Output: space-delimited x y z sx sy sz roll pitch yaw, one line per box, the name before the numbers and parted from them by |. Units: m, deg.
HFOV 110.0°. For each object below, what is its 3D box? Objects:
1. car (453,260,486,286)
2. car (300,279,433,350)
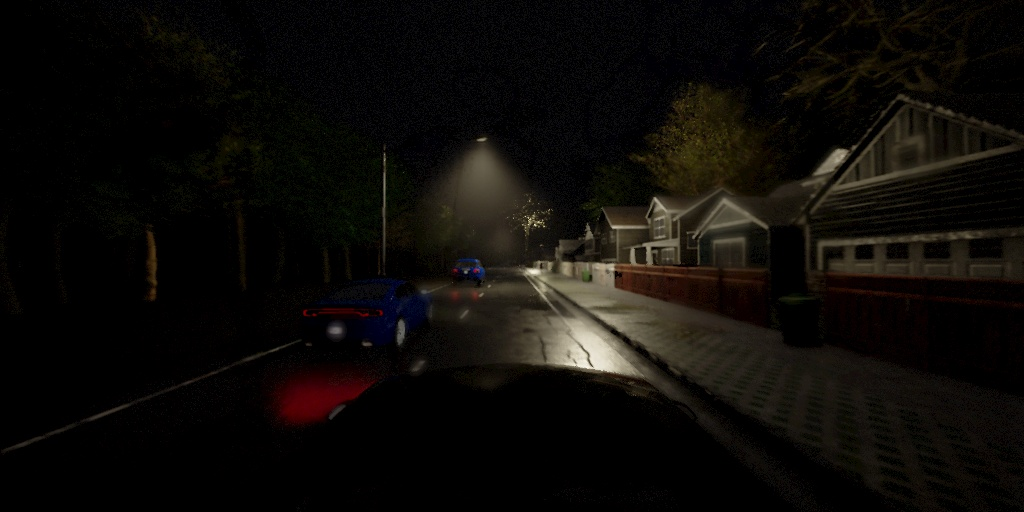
car | -3.405 1.320 29.146 2.150 2.045 5.566 0 -1 0
car | -3.413 1.328 9.438 1.882 1.535 5.008 0 -1 0
